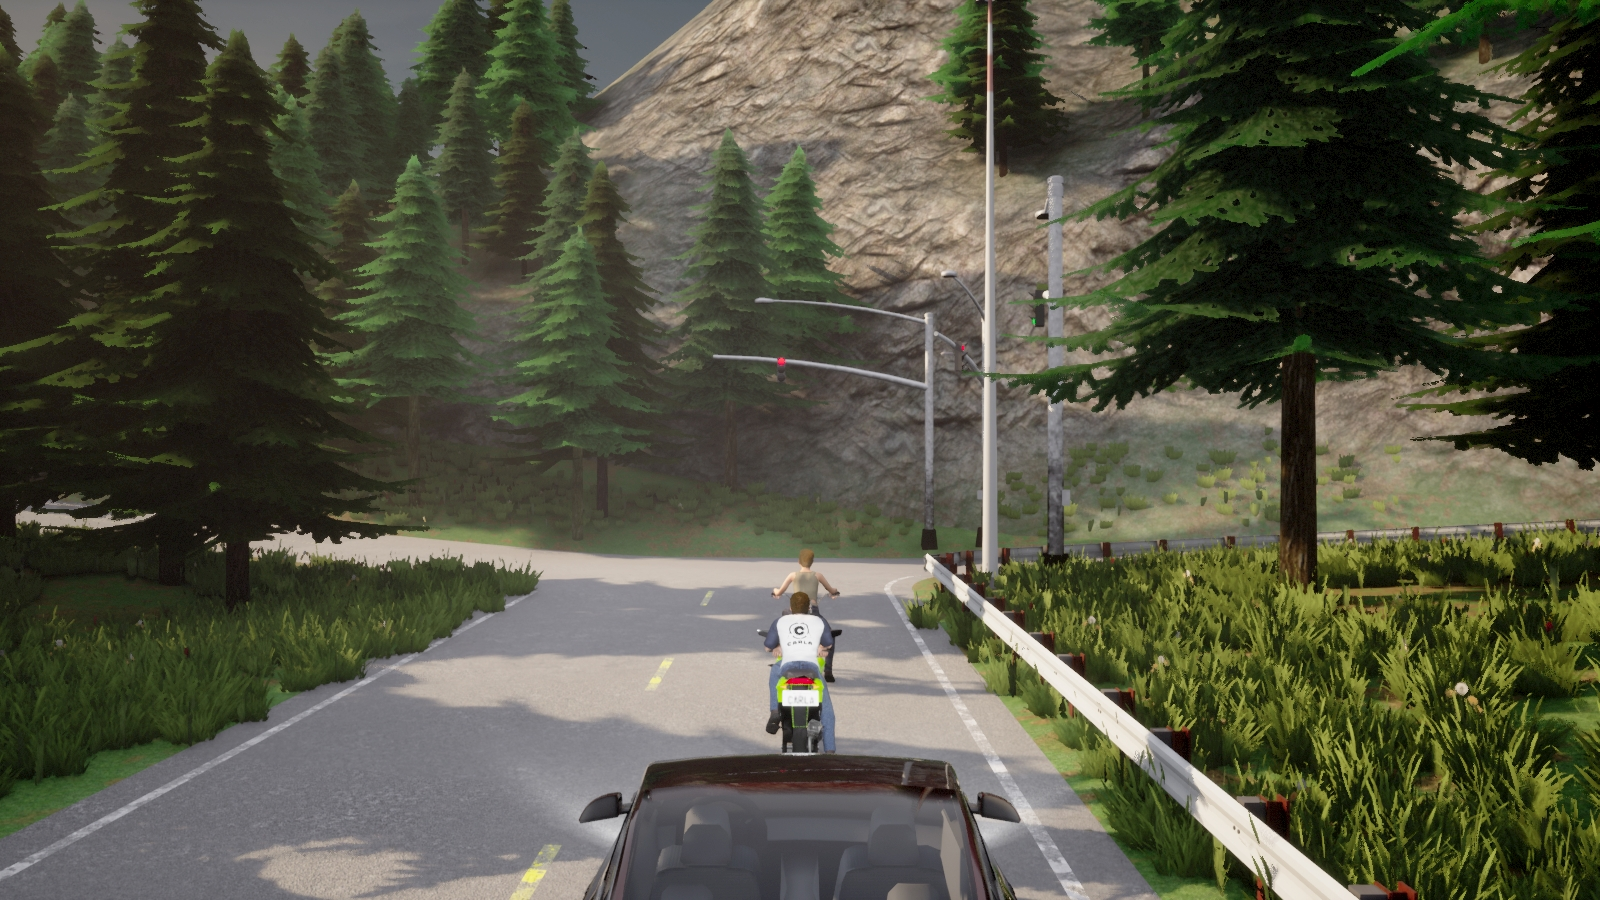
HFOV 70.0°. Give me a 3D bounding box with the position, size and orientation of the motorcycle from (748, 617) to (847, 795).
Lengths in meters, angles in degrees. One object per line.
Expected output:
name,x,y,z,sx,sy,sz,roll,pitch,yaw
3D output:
motorcycle,-0.020,2.213,10.238,0.803,1.145,2.033,0,0,0

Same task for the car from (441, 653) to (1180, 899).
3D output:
car,0.029,2.063,5.012,2.163,1.488,4.792,0,0,0

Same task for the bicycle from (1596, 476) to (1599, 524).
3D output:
bicycle,21.727,1.355,29.474,1.835,1.471,0.329,-5,-2,26
